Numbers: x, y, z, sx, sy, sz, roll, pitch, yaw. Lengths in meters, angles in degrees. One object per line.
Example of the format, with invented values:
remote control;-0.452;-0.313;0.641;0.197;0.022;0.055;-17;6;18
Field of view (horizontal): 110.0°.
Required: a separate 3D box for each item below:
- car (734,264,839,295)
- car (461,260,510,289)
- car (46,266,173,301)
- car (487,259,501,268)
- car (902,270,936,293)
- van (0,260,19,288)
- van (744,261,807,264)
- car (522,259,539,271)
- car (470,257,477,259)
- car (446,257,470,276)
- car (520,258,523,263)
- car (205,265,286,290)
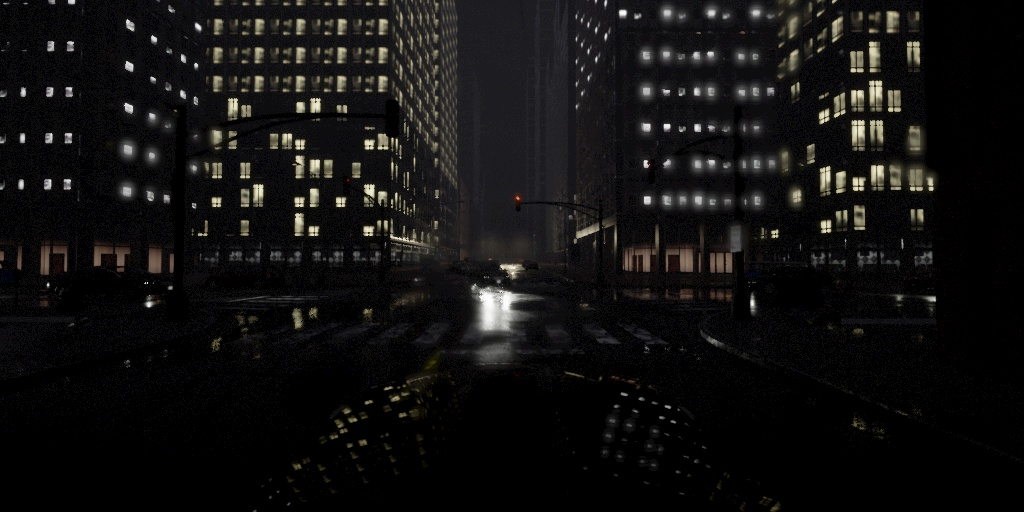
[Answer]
car;14.872;1.321;19.553;4.892;1.490;1.837;0;-1;0
car;-1.587;1.251;23.322;2.128;1.511;4.902;0;0;-19
car;-18.089;1.191;16.424;4.902;1.511;2.128;0;-1;0
car;-3.062;1.321;62.513;2.033;1.411;5.357;0;0;0
car;24.352;1.313;19.529;5.008;1.535;1.882;0;-1;0
van;-33.440;1.132;22.232;3.998;1.789;1.690;0;0;0
van;15.979;1.210;22.125;3.998;1.789;1.690;0;0;0
car;2.686;1.350;48.847;1.802;1.307;4.207;0;0;0
car;-5.694;1.082;48.784;2.192;1.841;5.009;0;0;0
car;-5.693;1.203;37.634;1.967;1.591;4.097;0;0;0
car;2.686;1.298;60.172;1.751;1.417;4.829;0;0;0
car;-16.494;1.255;22.196;4.097;1.591;1.967;0;0;0
